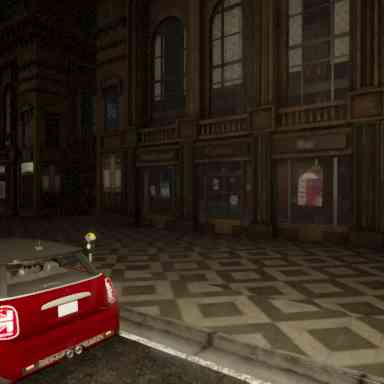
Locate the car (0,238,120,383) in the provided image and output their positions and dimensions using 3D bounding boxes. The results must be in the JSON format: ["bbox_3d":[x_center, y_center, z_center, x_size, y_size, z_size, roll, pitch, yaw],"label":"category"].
[{"bbox_3d":[-3.080,1.440,5.165,4.097,1.590,1.967,0,0,36],"label":"car"}]
